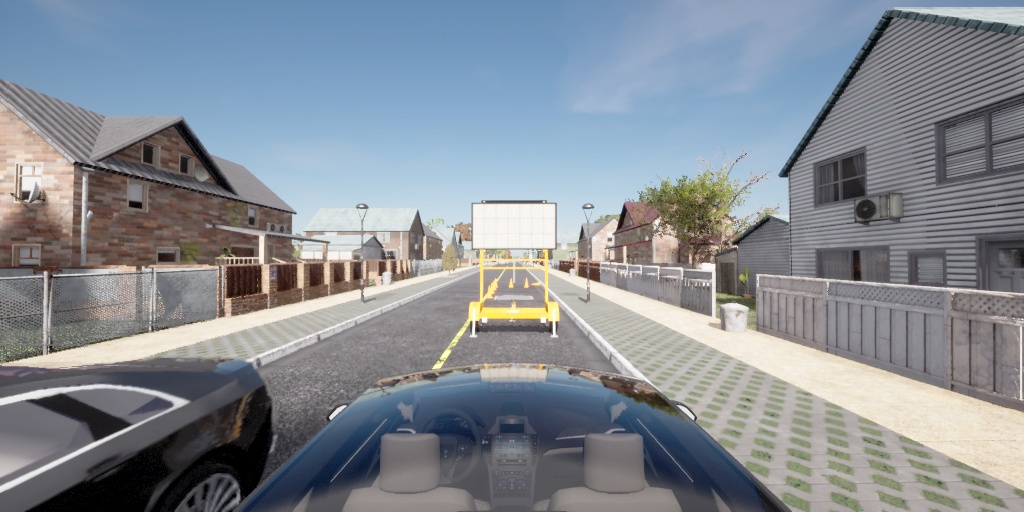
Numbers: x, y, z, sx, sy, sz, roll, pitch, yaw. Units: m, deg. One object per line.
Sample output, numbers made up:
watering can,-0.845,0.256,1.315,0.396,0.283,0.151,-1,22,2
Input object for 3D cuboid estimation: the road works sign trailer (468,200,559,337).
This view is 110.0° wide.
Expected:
road works sign trailer,0.060,0.220,10.255,2.380,3.560,2.880,0,0,1

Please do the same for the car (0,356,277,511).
car,-2.751,1.241,0.746,2.128,1.511,4.902,0,0,0
